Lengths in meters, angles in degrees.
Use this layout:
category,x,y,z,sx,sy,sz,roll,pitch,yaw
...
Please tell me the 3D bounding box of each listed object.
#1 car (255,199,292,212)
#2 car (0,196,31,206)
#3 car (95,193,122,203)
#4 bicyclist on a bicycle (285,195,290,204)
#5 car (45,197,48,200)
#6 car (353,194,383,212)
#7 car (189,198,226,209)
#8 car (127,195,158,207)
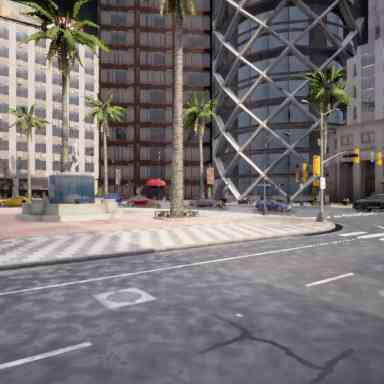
category,x,y,z,sx,sy,sz,roll,pitch,yaw
car,9.625,1.526,39.480,1.812,1.442,4.674,0,0,-39
car,-28.766,1.478,54.459,5.008,1.535,1.882,0,0,-14
car,-15.297,1.221,59.402,5.566,2.045,2.150,0,0,3
bicyclist on a bicycle,15.718,1.301,54.602,0.582,1.620,1.656,0,0,42
car,-25.587,1.601,58.827,4.718,1.301,1.895,0,0,-10
car,20.795,1.221,36.746,2.150,2.045,5.566,0,0,-35
car,2.108,1.547,46.680,5.357,1.411,2.033,0,0,33
car,-7.487,1.353,50.950,4.553,1.767,2.097,0,0,14
